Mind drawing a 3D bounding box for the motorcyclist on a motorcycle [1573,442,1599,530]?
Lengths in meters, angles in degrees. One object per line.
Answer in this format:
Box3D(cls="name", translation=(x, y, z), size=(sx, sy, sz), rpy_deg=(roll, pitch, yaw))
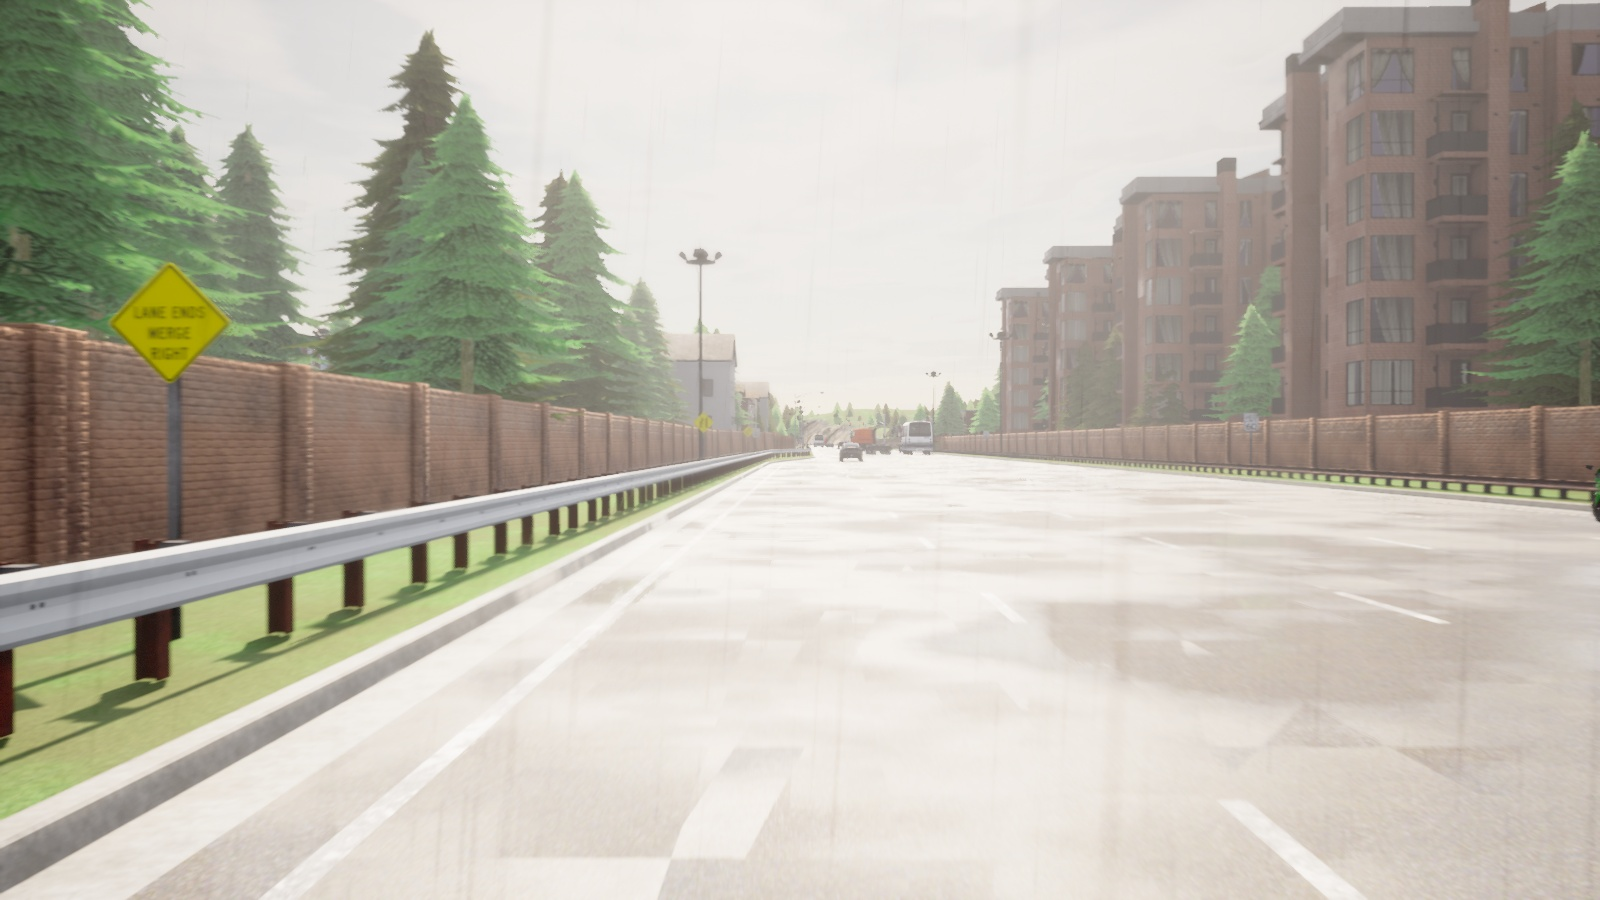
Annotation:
Box3D(cls="motorcyclist on a motorcycle", translation=(14.147, 0.621, 21.327), size=(0.797, 1.523, 2.044), rpy_deg=(0, 0, 0))
